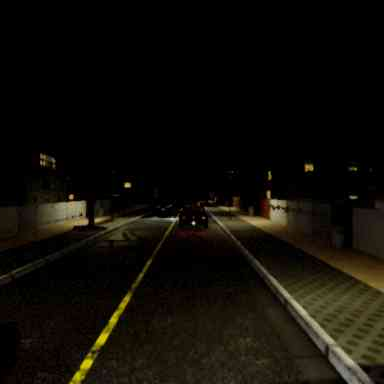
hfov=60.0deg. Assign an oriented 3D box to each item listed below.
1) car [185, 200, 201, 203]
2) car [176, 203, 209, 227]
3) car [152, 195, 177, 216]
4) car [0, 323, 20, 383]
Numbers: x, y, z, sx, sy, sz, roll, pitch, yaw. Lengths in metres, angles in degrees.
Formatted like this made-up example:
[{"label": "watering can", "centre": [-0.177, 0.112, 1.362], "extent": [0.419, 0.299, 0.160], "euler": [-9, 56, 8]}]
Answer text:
[{"label": "car", "centre": [0.094, 1.626, 39.507], "extent": [1.812, 1.442, 4.674], "euler": [0, 0, 0]}, {"label": "car", "centre": [0.094, 1.647, 22.831], "extent": [1.895, 1.301, 4.718], "euler": [0, 0, 0]}, {"label": "car", "centre": [-2.755, 1.309, 34.358], "extent": [2.150, 2.045, 5.566], "euler": [0, 0, 0]}, {"label": "car", "centre": [-2.751, 1.603, 1.285], "extent": [1.895, 1.301, 4.718], "euler": [0, 0, 0]}]
